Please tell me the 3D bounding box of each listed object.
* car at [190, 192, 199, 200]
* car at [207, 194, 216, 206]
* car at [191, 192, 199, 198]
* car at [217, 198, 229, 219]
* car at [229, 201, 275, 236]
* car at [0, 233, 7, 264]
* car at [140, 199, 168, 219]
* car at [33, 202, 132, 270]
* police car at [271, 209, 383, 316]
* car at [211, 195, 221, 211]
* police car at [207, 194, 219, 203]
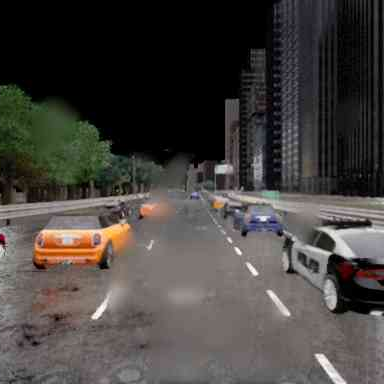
[{"bbox_3d":[0.533,0.946,71.647,1.882,1.535,5.008,0,1,1],"label":"car"},{"bbox_3d":[3.783,1.368,51.549,2.163,1.488,4.792,0,1,1],"label":"car"},{"bbox_3d":[0.864,0.761,92.886,2.128,1.511,4.902,0,1,1],"label":"car"},{"bbox_3d":[3.593,1.545,29.585,1.837,1.490,4.892,0,0,0],"label":"car"},{"bbox_3d":[3.537,1.380,18.585,2.097,1.767,4.553,0,0,0],"label":"car"},{"bbox_3d":[-6.889,1.490,8.715,1.882,1.535,5.008,0,0,0],"label":"car"},{"bbox_3d":[-3.304,1.392,29.624,2.097,1.767,4.553,0,0,0],"label":"car"},{"bbox_3d":[-3.383,1.368,11.206,2.097,1.767,4.553,0,0,0],"label":"car"},{"bbox_3d":[3.506,1.437,7.753,1.930,1.638,5.238,0,0,0],"label":"police car"},{"bbox_3d":[3.675,1.460,40.548,1.882,1.535,5.008,0,1,0],"label":"car"},{"bbox_3d":[3.915,1.249,62.489,2.038,1.542,4.974,0,1,1],"label":"police car"}]
